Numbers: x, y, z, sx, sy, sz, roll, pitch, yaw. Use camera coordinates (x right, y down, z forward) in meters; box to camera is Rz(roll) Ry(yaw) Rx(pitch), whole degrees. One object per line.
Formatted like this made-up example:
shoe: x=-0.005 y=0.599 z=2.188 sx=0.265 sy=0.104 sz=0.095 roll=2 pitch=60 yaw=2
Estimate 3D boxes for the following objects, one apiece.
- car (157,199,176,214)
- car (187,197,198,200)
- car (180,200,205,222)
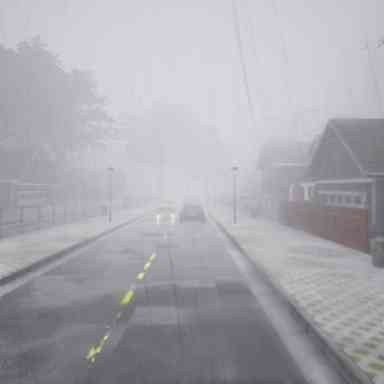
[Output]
car: x=-2.794 y=1.582 z=37.262 sx=1.882 sy=1.535 sz=5.008 roll=0 pitch=0 yaw=0
car: x=0.064 y=1.478 z=43.588 sx=2.097 sy=1.767 sz=4.553 roll=0 pitch=0 yaw=0
car: x=0.025 y=1.635 z=27.114 sx=1.994 sy=1.385 sz=4.181 roll=0 pitch=0 yaw=1
